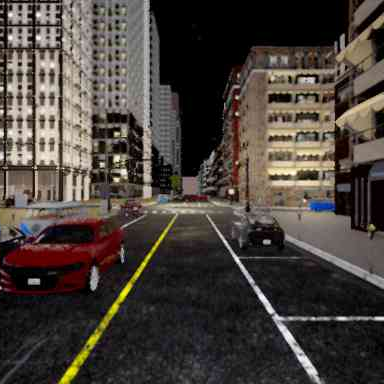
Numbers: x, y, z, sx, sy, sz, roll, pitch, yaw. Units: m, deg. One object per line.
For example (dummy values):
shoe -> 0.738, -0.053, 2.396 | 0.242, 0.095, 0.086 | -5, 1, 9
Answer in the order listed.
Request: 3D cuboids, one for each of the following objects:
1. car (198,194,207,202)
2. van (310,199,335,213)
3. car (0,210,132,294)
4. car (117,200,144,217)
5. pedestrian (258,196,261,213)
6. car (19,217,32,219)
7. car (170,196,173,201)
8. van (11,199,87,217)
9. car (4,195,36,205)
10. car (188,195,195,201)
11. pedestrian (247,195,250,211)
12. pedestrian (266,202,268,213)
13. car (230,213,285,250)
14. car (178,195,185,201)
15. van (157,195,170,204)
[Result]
car -> 2.662, 1.396, 80.202 | 2.192, 1.841, 5.009 | 0, 0, 0
van -> 16.916, 1.738, 41.811 | 3.998, 1.788, 1.690 | 1, -1, 0
car -> -3.104, 1.483, 9.020 | 1.882, 1.535, 5.008 | 0, 0, 0
car -> -5.702, 1.462, 31.071 | 1.967, 1.590, 4.097 | 0, 0, 0
pedestrian -> 7.123, 1.334, 35.210 | 0.375, 1.860, 0.375 | 0, 0, 0
car -> -5.694, 1.555, 8.476 | 2.008, 1.369, 4.403 | 0, 0, 0
car -> -5.720, 1.613, 85.579 | 1.752, 1.417, 4.829 | 0, 0, 0
van -> -5.695, 1.349, 14.125 | 1.690, 1.788, 3.998 | 0, 0, 0
car -> -21.145, 1.098, 41.848 | 4.097, 1.590, 1.967 | 1, -1, 0
car -> -0.026, 1.475, 89.297 | 1.882, 1.535, 5.008 | 0, 0, 0
pedestrian -> 6.123, 1.170, 36.409 | 0.375, 1.860, 0.375 | 0, 0, 0
pedestrian -> 8.123, 1.641, 35.810 | 0.375, 1.300, 0.375 | 0, 0, 0
car -> 2.685, 1.560, 14.127 | 2.008, 1.369, 4.403 | 0, 0, 0
car -> -3.031, 1.621, 92.440 | 2.128, 1.511, 4.902 | 0, 0, 0
van -> -5.713, 1.398, 63.545 | 1.690, 1.788, 3.998 | 0, 0, 0
